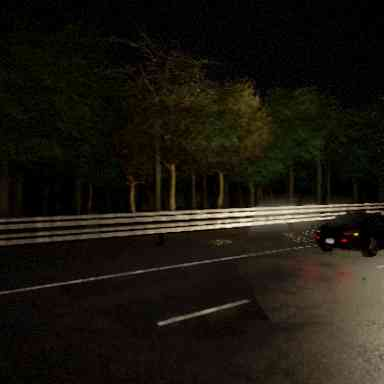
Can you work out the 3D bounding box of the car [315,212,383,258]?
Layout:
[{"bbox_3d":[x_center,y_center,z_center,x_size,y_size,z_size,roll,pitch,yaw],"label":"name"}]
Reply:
[{"bbox_3d":[6.589,1.489,12.557,4.674,1.442,1.812,0,0,-34],"label":"car"}]
